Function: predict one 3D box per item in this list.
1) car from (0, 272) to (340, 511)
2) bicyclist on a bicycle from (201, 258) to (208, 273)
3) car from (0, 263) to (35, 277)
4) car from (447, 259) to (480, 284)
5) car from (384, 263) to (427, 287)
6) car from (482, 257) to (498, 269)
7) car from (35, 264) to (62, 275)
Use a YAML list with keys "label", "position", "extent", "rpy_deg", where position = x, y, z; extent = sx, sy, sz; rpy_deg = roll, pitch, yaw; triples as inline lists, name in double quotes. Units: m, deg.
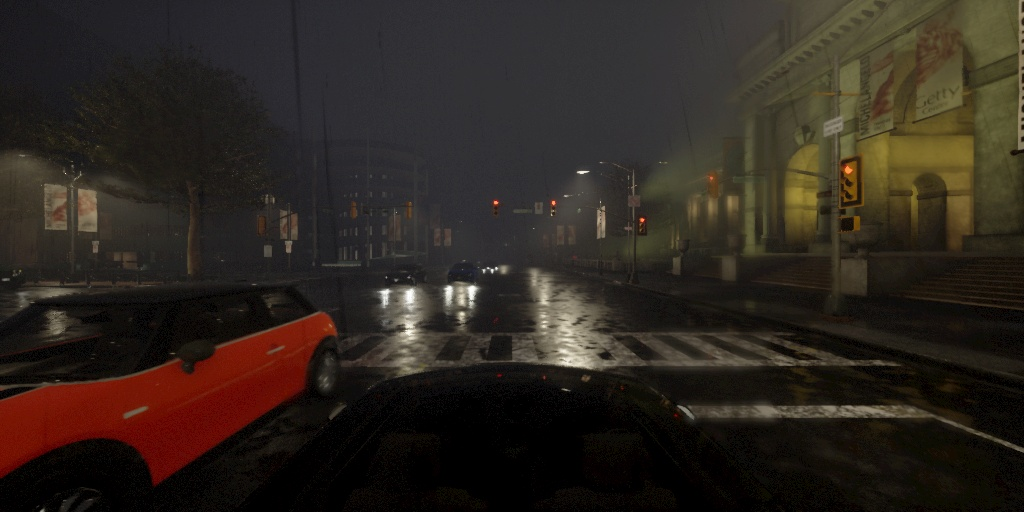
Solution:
- label: "car"
  position: [-3.601, 1.102, 3.419]
  extent: [2.097, 1.767, 4.553]
  rpy_deg: [0, 0, 0]
- label: "bicyclist on a bicycle"
  position: [-34.228, 1.051, 39.560]
  extent: [0.582, 1.620, 1.656]
  rpy_deg: [0, 0, 0]
- label: "car"
  position: [-31.114, 0.971, 20.095]
  extent: [5.566, 2.045, 2.150]
  rpy_deg: [0, 0, 0]
- label: "car"
  position: [-3.598, 1.227, 26.950]
  extent: [1.882, 1.535, 5.008]
  rpy_deg: [0, 0, 0]
- label: "car"
  position: [-7.099, 1.255, 24.371]
  extent: [1.837, 1.490, 4.892]
  rpy_deg: [0, 0, 0]
- label: "car"
  position: [-3.603, 1.314, 56.241]
  extent: [1.994, 1.385, 4.181]
  rpy_deg: [0, 0, 0]
- label: "car"
  position: [-43.252, 1.351, 31.739]
  extent: [4.718, 1.301, 1.895]
  rpy_deg: [0, 0, 0]
